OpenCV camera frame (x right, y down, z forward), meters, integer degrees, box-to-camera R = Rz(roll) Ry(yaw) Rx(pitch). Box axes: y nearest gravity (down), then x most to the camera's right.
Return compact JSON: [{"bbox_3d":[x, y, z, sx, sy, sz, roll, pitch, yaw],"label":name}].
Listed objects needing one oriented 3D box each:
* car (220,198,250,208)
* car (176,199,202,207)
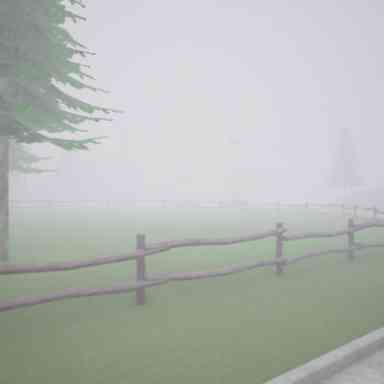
[{"bbox_3d":[6.912,1.766,53.728,5.008,1.535,1.882,0,0,30],"label":"car"},{"bbox_3d":[-0.526,1.803,53.422,4.181,1.385,1.994,0,0,16],"label":"car"}]
